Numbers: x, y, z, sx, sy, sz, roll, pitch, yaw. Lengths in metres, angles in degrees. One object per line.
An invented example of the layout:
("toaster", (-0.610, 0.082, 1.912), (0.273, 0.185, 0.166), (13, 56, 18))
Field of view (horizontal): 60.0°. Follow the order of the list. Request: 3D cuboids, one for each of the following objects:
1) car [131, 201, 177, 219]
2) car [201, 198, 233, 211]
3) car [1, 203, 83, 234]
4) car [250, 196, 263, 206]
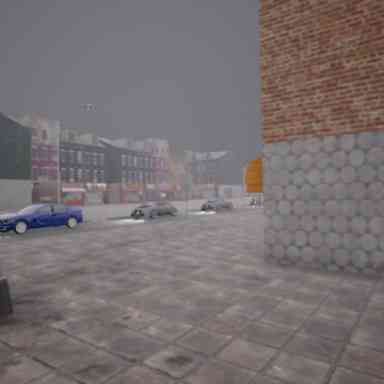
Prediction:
("car", (-3.064, 1.423, 27.318), (1.994, 1.385, 4.181), (-2, 0, 35))
("car", (2.685, 1.314, 35.450), (1.994, 1.385, 4.181), (-2, 0, 35))
("car", (-8.751, 1.443, 19.247), (1.882, 1.535, 5.008), (-2, 0, 35))
("car", (9.461, 1.181, 44.977), (1.994, 1.385, 4.181), (-2, 0, 36))
